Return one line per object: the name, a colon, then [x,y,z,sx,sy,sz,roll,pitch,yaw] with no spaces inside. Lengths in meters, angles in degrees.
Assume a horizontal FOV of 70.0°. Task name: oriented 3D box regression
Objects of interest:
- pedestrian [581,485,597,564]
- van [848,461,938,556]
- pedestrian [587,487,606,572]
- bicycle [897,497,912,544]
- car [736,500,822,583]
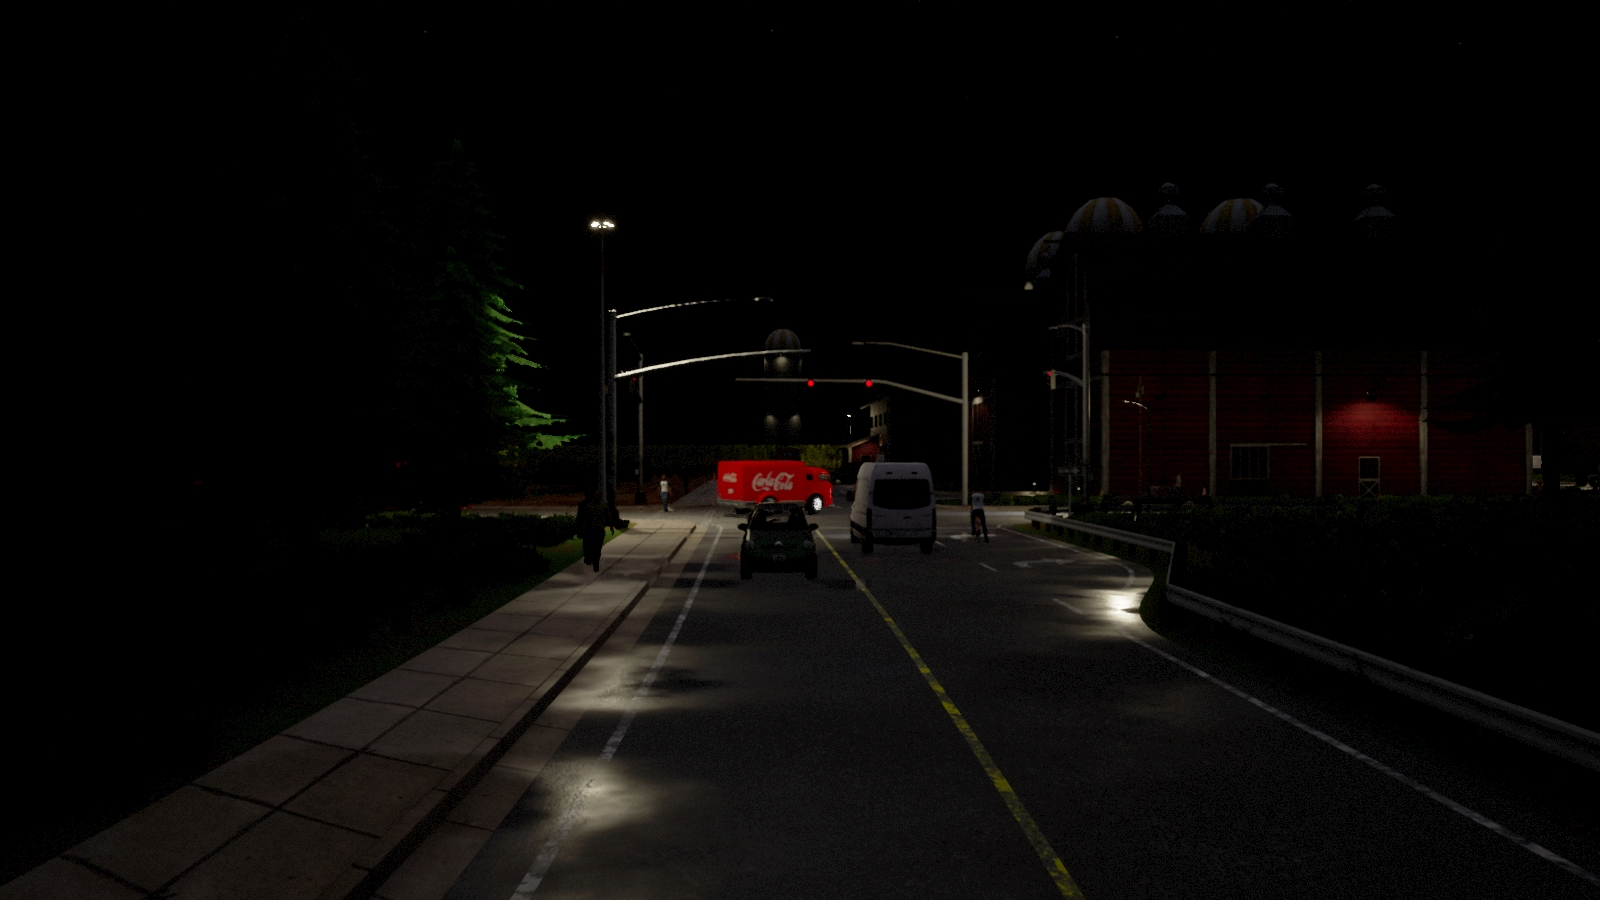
pedestrian: [-4.997,1.756,27.048,0.375,1.860,0.375,0,0,-10]
van: [2.657,1.615,34.048,1.988,2.561,5.915,0,0,-2]
pedestrian: [-4.534,1.752,25.438,0.375,1.860,0.375,0,0,-15]
bicycle: [3.288,2.192,35.992,0.373,1.396,1.643,0,0,3]
car: [-0.522,2.058,26.682,1.851,1.617,3.988,0,0,-2]
